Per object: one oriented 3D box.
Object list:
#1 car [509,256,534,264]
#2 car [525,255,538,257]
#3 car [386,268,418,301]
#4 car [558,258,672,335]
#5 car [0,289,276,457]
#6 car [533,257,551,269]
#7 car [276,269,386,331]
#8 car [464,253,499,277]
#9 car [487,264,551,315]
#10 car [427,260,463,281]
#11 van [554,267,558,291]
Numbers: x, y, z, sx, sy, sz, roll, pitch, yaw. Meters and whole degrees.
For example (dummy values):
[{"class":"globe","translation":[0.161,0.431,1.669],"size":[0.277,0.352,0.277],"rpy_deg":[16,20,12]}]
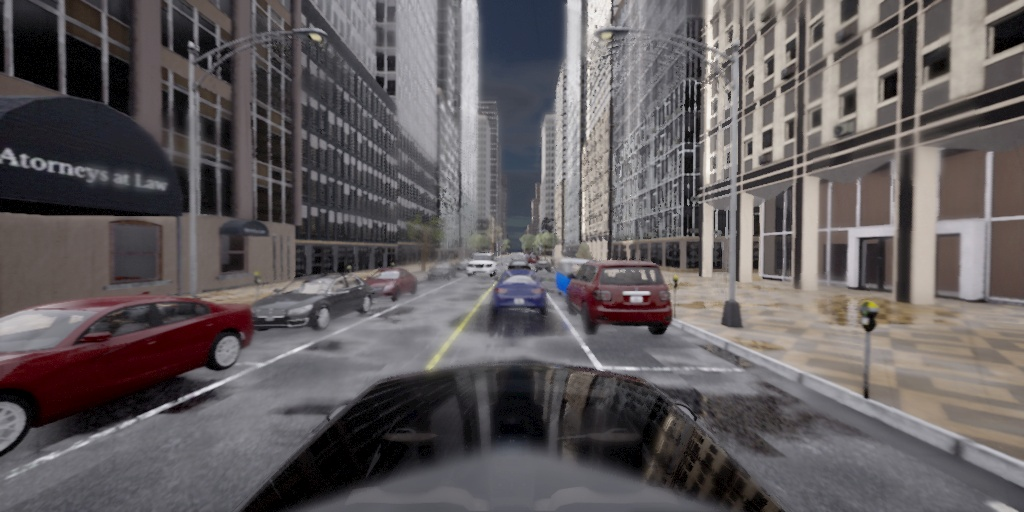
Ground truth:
[{"class":"car","translation":[0.560,1.051,29.872],"size":[1.882,1.535,5.008],"rpy_deg":[0,0,1]},{"class":"car","translation":[3.689,0.702,61.490],"size":[2.192,1.841,5.009],"rpy_deg":[0,0,1]},{"class":"car","translation":[-5.474,1.207,16.172],"size":[1.802,1.307,4.207],"rpy_deg":[0,0,1]},{"class":"car","translation":[2.808,1.026,10.345],"size":[2.192,1.841,5.009],"rpy_deg":[0,0,1]},{"class":"car","translation":[-5.669,1.242,4.807],"size":[1.888,1.381,4.507],"rpy_deg":[0,0,1]},{"class":"car","translation":[3.298,1.083,38.758],"size":[2.007,1.370,4.403],"rpy_deg":[0,0,1]},{"class":"car","translation":[-5.572,1.211,10.489],"size":[2.007,1.370,4.403],"rpy_deg":[0,0,1]},{"class":"car","translation":[-2.557,0.767,31.690],"size":[2.150,2.045,5.566],"rpy_deg":[0,0,1]},{"class":"car","translation":[0.272,1.204,13.153],"size":[1.812,1.442,4.674],"rpy_deg":[0,0,1]},{"class":"car","translation":[-5.278,1.104,27.538],"size":[2.007,1.370,4.403],"rpy_deg":[0,0,1]},{"class":"van","translation":[2.906,1.017,16.028],"size":[1.690,1.789,3.998],"rpy_deg":[0,0,1]}]
